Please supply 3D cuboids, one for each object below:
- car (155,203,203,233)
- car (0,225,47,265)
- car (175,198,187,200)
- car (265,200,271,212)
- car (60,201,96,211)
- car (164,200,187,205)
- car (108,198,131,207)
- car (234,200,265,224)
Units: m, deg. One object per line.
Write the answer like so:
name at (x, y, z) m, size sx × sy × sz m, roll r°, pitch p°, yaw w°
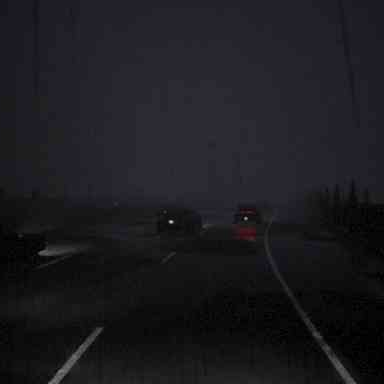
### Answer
car at (-0.660, 1.620, 20.096) m, size 1.994 × 1.385 × 4.181 m, roll 0°, pitch 0°, yaw 14°
car at (-6.250, 1.549, 9.195) m, size 2.033 × 1.411 × 5.357 m, roll 0°, pitch 0°, yaw 7°
car at (-1.961, 1.763, 55.303) m, size 1.837 × 1.490 × 4.892 m, roll 0°, pitch -1°, yaw 16°
car at (8.870, 1.724, 41.711) m, size 1.812 × 1.442 × 4.674 m, roll 0°, pitch 0°, yaw 16°
car at (-11.639, 1.659, 34.147) m, size 1.994 × 1.385 × 4.181 m, roll 0°, pitch 0°, yaw 16°
car at (-1.730, 1.664, 29.764) m, size 1.994 × 1.385 × 4.181 m, roll 0°, pitch 0°, yaw 15°
car at (-10.784, 1.695, 49.932) m, size 1.837 × 1.490 × 4.892 m, roll 0°, pitch -1°, yaw 16°
car at (4.428, 1.603, 25.752) m, size 1.837 × 1.490 × 4.892 m, roll 0°, pitch 0°, yaw 15°
